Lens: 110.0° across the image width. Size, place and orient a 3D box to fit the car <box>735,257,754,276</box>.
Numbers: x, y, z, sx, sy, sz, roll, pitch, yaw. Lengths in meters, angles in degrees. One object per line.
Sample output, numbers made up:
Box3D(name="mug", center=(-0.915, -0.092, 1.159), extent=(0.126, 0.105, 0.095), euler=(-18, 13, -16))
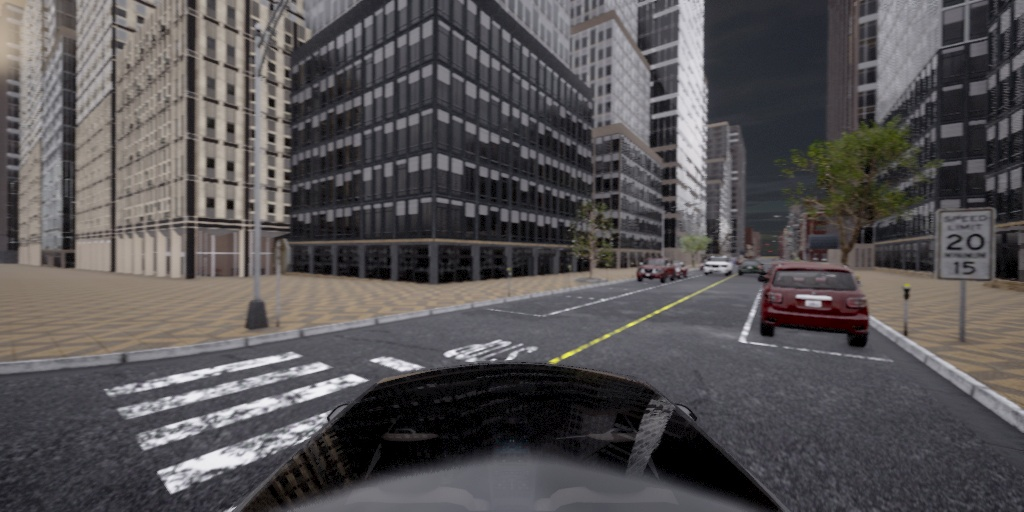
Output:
Box3D(name="car", center=(25.537, 1.187, 38.297), extent=(2.097, 1.767, 4.553), euler=(1, 0, 36))

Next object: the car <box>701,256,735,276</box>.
Box3D(name="car", center=(22.166, 1.020, 38.464), extent=(2.150, 2.045, 5.566), euler=(1, 0, 36))

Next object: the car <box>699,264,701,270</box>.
Box3D(name="car", center=(27.640, 1.234, 50.362), extent=(1.967, 1.591, 4.097), euler=(0, 0, 36))

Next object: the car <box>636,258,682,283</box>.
Box3D(name="car", center=(11.283, 1.055, 27.892), extent=(2.192, 1.841, 5.009), euler=(0, 0, 36))

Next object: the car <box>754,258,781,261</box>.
Box3D(name="car", center=(11.124, 1.129, 14.260), extent=(2.192, 1.841, 5.009), euler=(0, 0, 36))

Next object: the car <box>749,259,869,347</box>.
Box3D(name="car", center=(7.931, 1.120, 9.710), extent=(2.192, 1.841, 5.009), euler=(0, 0, 36))

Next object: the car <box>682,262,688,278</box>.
Box3D(name="car", center=(14.554, 1.190, 32.386), extent=(1.967, 1.591, 4.097), euler=(0, 0, 36))
